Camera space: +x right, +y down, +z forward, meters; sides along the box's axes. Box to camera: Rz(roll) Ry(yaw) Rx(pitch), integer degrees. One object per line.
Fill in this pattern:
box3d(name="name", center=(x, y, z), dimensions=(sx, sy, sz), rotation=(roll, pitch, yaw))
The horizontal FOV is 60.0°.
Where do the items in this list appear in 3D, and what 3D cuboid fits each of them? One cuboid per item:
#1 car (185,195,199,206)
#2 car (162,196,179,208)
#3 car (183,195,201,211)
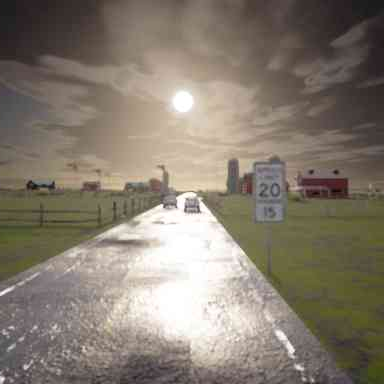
box3d(name="car", center=(-0.008, 1.202, 48.248), dimensions=(1.882, 1.535, 5.008), rotation=(0, 0, 0))
box3d(name="car", center=(-2.759, 1.259, 43.190), dimensions=(1.837, 1.490, 4.892), rotation=(0, 0, 0))
box3d(name="car", center=(-0.006, 1.330, 37.772), dimensions=(2.033, 1.411, 5.357), rotation=(0, 0, 0))
